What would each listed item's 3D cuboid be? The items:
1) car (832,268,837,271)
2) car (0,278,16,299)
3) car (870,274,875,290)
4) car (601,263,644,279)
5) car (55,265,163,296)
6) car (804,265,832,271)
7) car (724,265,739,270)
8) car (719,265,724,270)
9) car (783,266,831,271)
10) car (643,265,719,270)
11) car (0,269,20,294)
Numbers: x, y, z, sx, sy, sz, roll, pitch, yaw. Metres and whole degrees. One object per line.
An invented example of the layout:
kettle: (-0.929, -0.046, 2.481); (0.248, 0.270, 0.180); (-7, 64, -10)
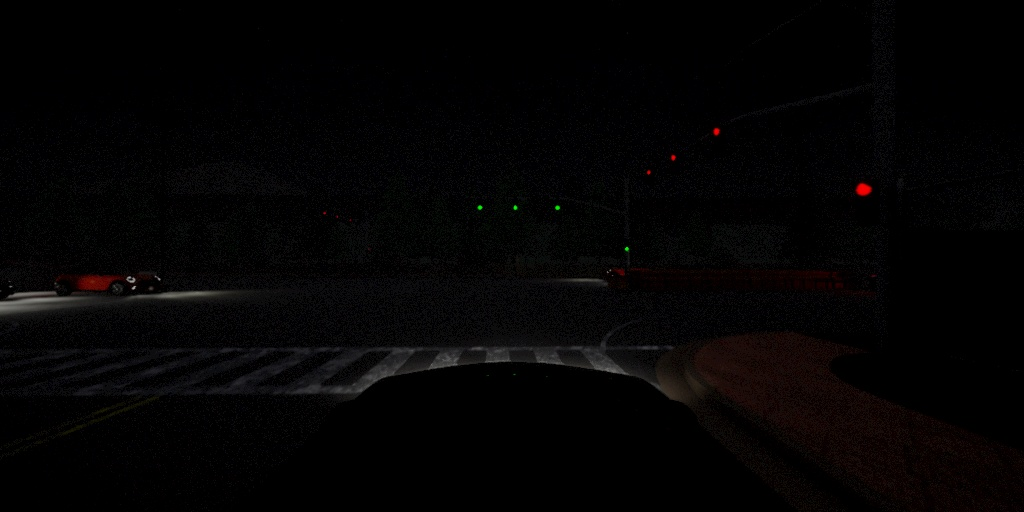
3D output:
car: (30.591, 1.676, 36.810); (4.902, 1.511, 2.128); (0, -1, -2)
car: (-27.343, 1.439, 17.314); (4.892, 1.490, 1.837); (0, -1, -2)
car: (25.414, 1.360, 22.452); (4.553, 1.767, 2.097); (0, -1, -2)
car: (11.423, 1.529, 36.224); (4.553, 1.767, 2.097); (0, -1, -2)
car: (-23.371, 1.335, 20.939); (4.553, 1.767, 2.097); (0, -1, -2)
car: (26.288, 1.665, 33.167); (4.674, 1.442, 1.812); (0, -1, -2)
car: (20.539, 1.685, 36.505); (4.892, 1.490, 1.837); (0, -1, -2)
car: (16.356, 1.661, 32.872); (4.674, 1.442, 1.812); (0, -1, -2)
car: (22.966, 1.696, 29.576); (4.718, 1.301, 1.895); (0, -1, -2)
car: (13.712, 1.596, 29.290); (4.892, 1.490, 1.837); (0, -1, -2)
car: (-32.069, 1.484, 20.674); (4.674, 1.442, 1.812); (1, -1, -2)
